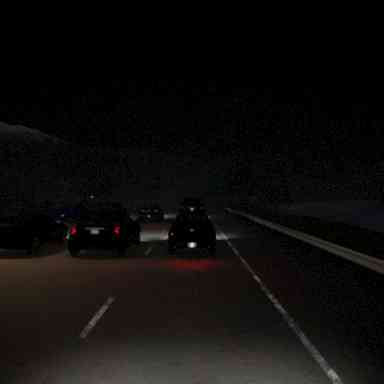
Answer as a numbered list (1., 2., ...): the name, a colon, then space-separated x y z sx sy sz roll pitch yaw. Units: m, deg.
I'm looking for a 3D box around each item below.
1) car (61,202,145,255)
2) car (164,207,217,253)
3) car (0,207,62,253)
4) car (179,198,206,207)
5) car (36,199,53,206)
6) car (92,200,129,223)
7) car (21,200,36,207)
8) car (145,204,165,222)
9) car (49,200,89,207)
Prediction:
1. car: -3.494 1.486 14.092 2.097 1.767 4.553 0 -1 0
2. car: 0.008 1.646 14.320 1.837 1.490 4.892 0 0 0
3. car: -6.992 1.646 14.328 1.837 1.490 4.892 0 0 0
4. car: 0.005 1.495 29.025 2.150 2.045 5.566 0 0 0
5. car: -29.282 2.189 67.728 2.033 1.411 5.357 0 -1 -8
6. car: -6.992 1.629 29.093 2.097 1.767 4.553 0 -1 0
7. car: -32.723 2.235 67.031 1.895 1.301 4.718 0 -1 -8
8. car: -3.490 1.774 29.310 2.128 1.511 4.902 0 0 0
9. car: -10.488 1.761 29.491 1.882 1.535 5.008 0 0 0
